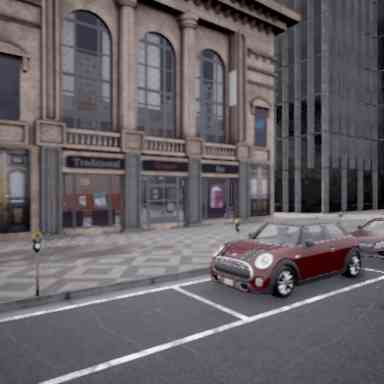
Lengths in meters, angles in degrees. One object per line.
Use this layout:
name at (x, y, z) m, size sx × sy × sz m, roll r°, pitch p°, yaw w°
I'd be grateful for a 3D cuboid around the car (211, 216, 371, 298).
car at (2.422, 1.420, 8.381) m, size 4.097 × 1.590 × 1.967 m, roll 0°, pitch 0°, yaw -36°

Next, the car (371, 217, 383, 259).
car at (6.888, 1.544, 11.570) m, size 4.206 × 1.307 × 1.802 m, roll 0°, pitch 0°, yaw -36°
